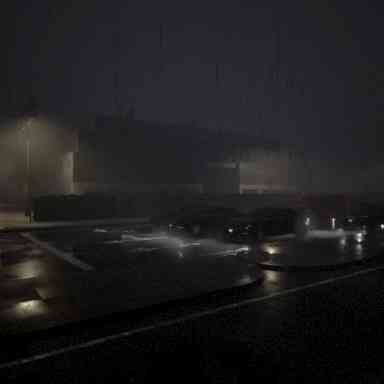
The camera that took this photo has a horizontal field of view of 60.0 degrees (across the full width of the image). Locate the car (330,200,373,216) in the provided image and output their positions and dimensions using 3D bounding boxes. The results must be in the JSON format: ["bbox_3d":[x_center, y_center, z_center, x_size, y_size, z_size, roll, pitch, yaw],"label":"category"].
[{"bbox_3d":[16.032,1.526,33.257,4.674,1.442,1.812,0,0,-35],"label":"car"}]

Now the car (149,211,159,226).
[{"bbox_3d":[-0.399,1.478,21.947,5.008,1.535,1.882,0,0,-34],"label":"car"}]

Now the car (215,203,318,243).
[{"bbox_3d":[3.738,1.506,16.305,4.892,1.490,1.837,0,0,-34],"label":"car"}]

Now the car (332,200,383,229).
[{"bbox_3d":[11.714,1.492,21.747,4.902,1.511,2.128,0,0,-35],"label":"car"}]

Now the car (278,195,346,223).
[{"bbox_3d":[9.160,1.221,24.235,5.566,2.045,2.150,0,0,-35],"label":"car"}]

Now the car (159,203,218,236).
[{"bbox_3d":[0.892,1.506,18.590,4.892,1.490,1.837,0,0,-34],"label":"car"}]
